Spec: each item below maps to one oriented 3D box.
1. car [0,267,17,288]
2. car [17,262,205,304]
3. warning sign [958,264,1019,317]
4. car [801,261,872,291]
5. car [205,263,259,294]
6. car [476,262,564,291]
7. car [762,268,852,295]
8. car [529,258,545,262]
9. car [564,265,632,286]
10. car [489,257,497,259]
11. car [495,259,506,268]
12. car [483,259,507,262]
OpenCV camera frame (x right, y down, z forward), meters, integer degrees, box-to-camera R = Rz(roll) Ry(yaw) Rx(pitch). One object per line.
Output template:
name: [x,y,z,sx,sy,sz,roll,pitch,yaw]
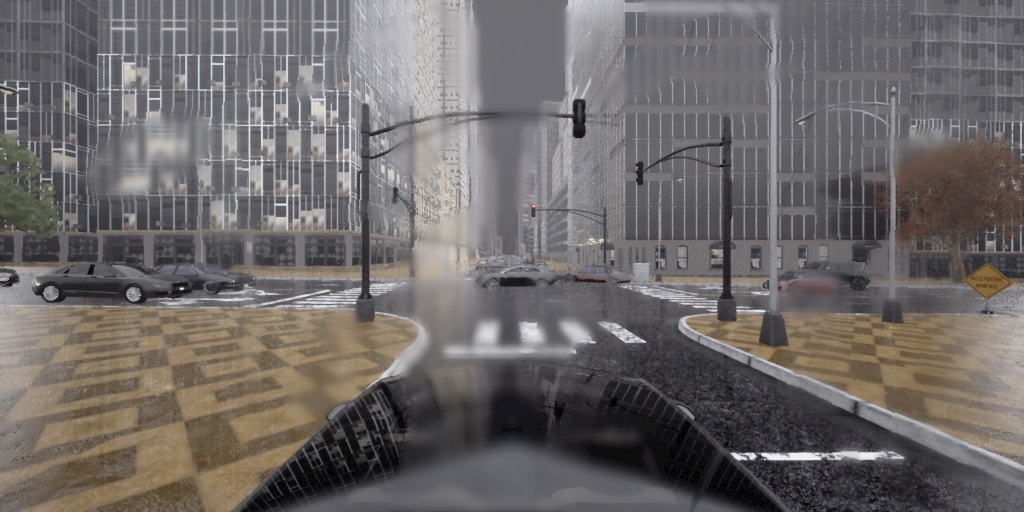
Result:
car: [-26.300,0.785,16.721,4.902,1.511,2.128,1,0,-3]
car: [-15.428,0.998,14.030,4.892,1.490,1.837,1,0,-3]
warning sign: [17.212,1.204,12.986,1.060,1.860,1.300,0,0,-3]
car: [22.721,1.406,25.991,5.566,2.045,2.150,1,0,-3]
car: [-15.441,1.040,17.319,5.357,1.411,2.033,1,0,0]
car: [0.335,1.263,21.559,4.902,1.511,2.128,0,0,-3]
car: [18.194,1.668,22.500,4.181,1.385,1.994,1,0,-3]
car: [3.663,1.329,46.708,1.948,1.339,4.313,0,0,-1]
car: [5.964,1.389,26.305,5.357,1.411,2.033,2,0,16]
car: [-1.818,1.267,48.900,1.837,1.490,4.892,0,0,-1]
car: [-1.926,1.232,61.710,1.882,1.535,5.008,0,0,0]
car: [-1.715,1.314,38.497,2.033,1.411,5.357,0,0,-1]
